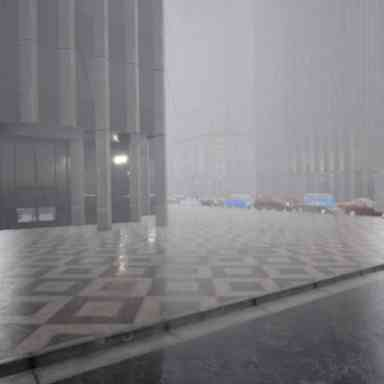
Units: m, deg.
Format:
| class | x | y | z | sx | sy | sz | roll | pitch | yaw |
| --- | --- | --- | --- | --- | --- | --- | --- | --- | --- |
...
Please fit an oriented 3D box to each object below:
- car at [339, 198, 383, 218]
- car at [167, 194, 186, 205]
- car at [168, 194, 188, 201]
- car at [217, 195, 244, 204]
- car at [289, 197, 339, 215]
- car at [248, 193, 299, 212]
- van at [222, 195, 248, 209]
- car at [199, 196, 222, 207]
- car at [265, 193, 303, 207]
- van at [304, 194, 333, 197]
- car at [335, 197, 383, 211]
| class | x | y | z | sx | sy | sz | roll | pitch | yaw |
| --- | --- | --- | --- | --- | --- | --- | --- | --- | --- |
| car | 15.676 | 1.524 | 28.952 | 1.887 | 1.381 | 4.507 | -1 | 1 | -35 |
| car | -3.567 | 1.398 | 55.948 | 2.008 | 1.369 | 4.403 | -1 | 1 | -35 |
| car | -3.016 | 1.205 | 69.890 | 2.008 | 1.369 | 4.403 | -1 | 1 | -35 |
| car | 6.501 | 1.243 | 56.527 | 1.752 | 1.417 | 4.829 | -1 | 1 | -35 |
| car | 12.469 | 1.507 | 33.452 | 2.008 | 1.369 | 4.403 | -1 | 1 | -35 |
| car | 9.260 | 1.249 | 37.948 | 2.192 | 1.841 | 5.009 | -1 | 1 | -35 |
| van | 6.052 | 1.253 | 42.448 | 1.690 | 1.788 | 3.998 | -1 | 1 | -35 |
| car | 2.847 | 1.330 | 46.948 | 1.967 | 1.590 | 4.097 | -1 | 1 | -35 |
| car | 13.007 | 1.076 | 47.387 | 2.192 | 1.841 | 5.009 | -1 | 1 | -35 |
| van | 16.213 | 1.124 | 42.887 | 1.690 | 1.788 | 3.998 | -1 | 1 | -35 |
| car | 19.321 | 1.330 | 38.528 | 1.752 | 1.417 | 4.829 | -1 | 1 | -35 |
